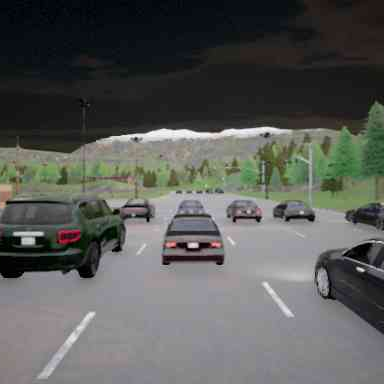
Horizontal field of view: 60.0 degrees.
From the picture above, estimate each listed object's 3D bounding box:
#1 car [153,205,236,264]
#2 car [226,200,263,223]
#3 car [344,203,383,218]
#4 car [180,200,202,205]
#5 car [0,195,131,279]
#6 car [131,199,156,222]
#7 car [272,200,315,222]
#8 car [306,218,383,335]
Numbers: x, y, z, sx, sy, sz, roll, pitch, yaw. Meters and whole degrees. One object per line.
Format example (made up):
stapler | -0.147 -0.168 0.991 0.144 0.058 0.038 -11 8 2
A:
car | 0.022 1.395 11.108 2.033 1.411 5.357 0 1 0
car | 3.428 1.234 22.570 2.033 1.411 5.357 0 1 0
car | 10.466 1.283 18.325 2.033 1.411 5.357 0 1 0
car | -0.066 1.240 22.569 2.033 1.411 5.357 0 1 -1
car | -3.471 1.093 9.722 2.150 2.045 5.566 0 1 0
car | -3.572 1.187 22.719 2.128 1.511 4.902 0 1 0
car | 6.925 1.240 23.005 1.994 1.385 4.181 0 1 0
car | 3.510 1.428 5.154 1.837 1.490 4.892 0 1 0
